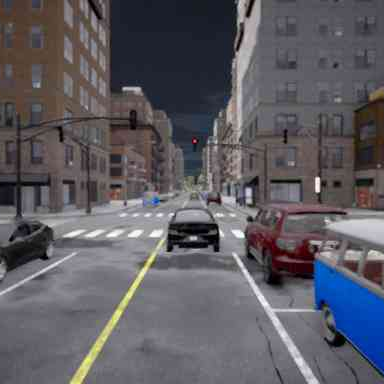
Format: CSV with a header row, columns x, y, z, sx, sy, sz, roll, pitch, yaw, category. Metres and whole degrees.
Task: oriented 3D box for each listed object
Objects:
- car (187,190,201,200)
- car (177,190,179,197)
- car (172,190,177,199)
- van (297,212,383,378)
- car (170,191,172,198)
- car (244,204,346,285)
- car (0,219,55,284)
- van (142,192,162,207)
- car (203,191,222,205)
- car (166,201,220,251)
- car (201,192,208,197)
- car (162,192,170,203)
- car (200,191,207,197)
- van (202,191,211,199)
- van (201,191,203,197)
x,y,z,sx,sy,sz,roll,pitch,yaw,category
0.497,0.828,64.518,2.128,1.511,4.902,0,0,1,car
-4.834,0.740,79.019,2.008,1.369,4.403,0,1,0,car
-4.875,0.772,73.444,1.752,1.417,4.829,0,1,0,car
2.664,1.303,3.646,1.690,1.788,3.998,0,1,0,van
-4.994,0.957,57.396,1.887,1.381,4.507,0,1,0,car
2.703,1.221,9.157,2.192,1.841,5.009,0,1,0,car
-5.321,1.471,9.217,1.947,1.339,4.313,0,1,0,car
-5.114,0.920,41.176,1.690,1.788,3.998,0,1,0,van
3.037,0.839,46.525,2.192,1.841,5.009,0,1,0,car
0.031,1.341,13.366,1.882,1.535,5.008,0,1,0,car
3.307,0.601,89.944,1.752,1.417,4.829,0,1,0,car
-5.034,1.034,51.990,1.947,1.339,4.313,0,1,0,car
3.339,0.462,95.179,1.967,1.590,4.097,0,1,0,car
3.205,0.587,73.555,1.690,1.788,3.998,0,1,0,van
3.138,0.698,62.743,1.690,1.788,3.998,0,1,0,van
